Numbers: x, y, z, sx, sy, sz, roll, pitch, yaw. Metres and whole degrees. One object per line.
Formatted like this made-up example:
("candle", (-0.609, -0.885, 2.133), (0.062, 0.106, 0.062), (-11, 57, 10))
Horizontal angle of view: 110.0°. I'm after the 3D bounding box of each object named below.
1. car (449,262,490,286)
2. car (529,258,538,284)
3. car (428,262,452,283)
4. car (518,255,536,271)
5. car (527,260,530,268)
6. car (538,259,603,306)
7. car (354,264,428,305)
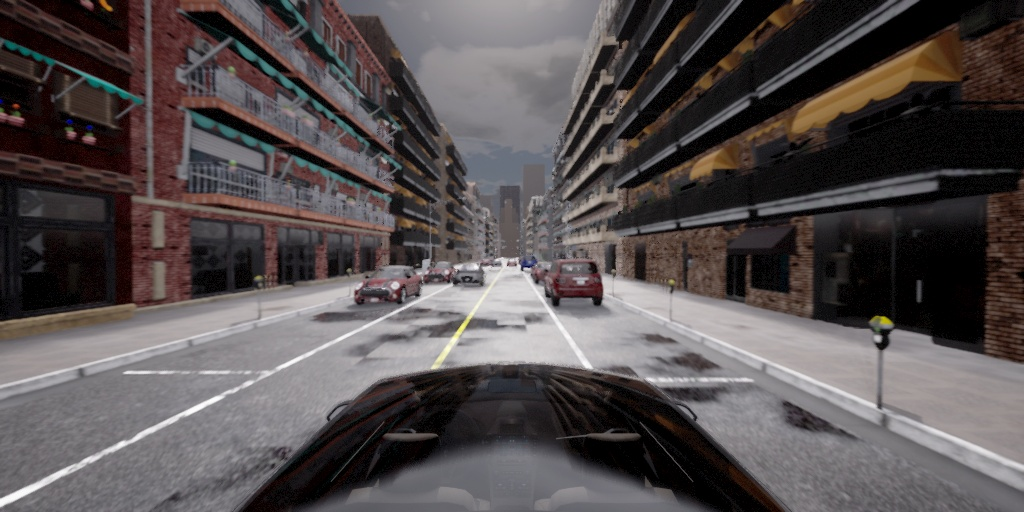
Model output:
("car", (-2.851, 1.298, 24.763), (1.994, 1.385, 4.181), (0, 0, 0))
("car", (2.564, 1.173, 26.944), (1.967, 1.591, 4.097), (0, 0, 0))
("car", (-5.321, 1.172, 27.151), (1.967, 1.591, 4.097), (0, 0, 0))
("car", (2.260, 0.950, 48.289), (2.150, 2.045, 5.566), (0, 0, 0))
("car", (2.558, 1.312, 32.609), (1.802, 1.307, 4.207), (0, 0, 0))
("car", (2.551, 1.054, 15.616), (2.192, 1.841, 5.009), (0, 0, 0))
("car", (-5.319, 1.179, 15.849), (1.967, 1.591, 4.097), (0, 0, 0))
